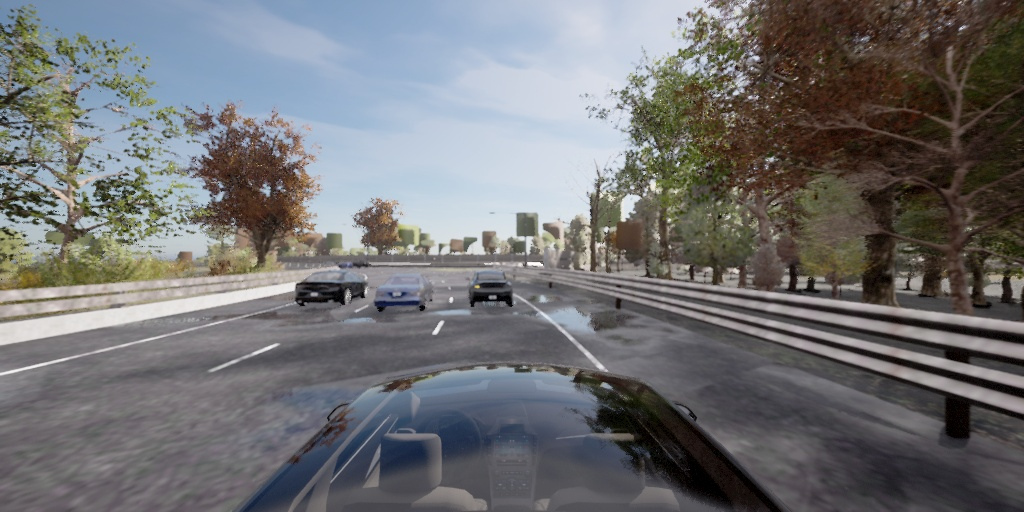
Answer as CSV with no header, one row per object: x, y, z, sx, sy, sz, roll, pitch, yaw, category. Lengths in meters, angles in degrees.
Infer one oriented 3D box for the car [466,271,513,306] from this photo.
-1.086,1.409,16.707,1.837,1.490,4.892,0,0,-8,car

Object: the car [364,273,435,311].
-4.429,1.439,15.326,2.033,1.411,5.357,0,-1,-7,car

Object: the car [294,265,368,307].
-8.134,1.385,16.605,1.882,1.535,5.008,0,0,-8,car
